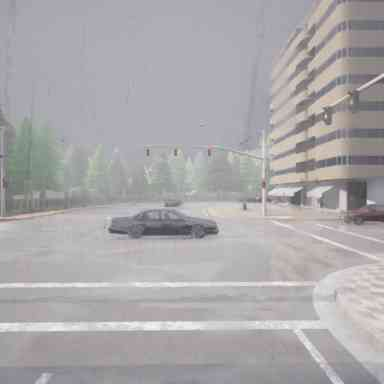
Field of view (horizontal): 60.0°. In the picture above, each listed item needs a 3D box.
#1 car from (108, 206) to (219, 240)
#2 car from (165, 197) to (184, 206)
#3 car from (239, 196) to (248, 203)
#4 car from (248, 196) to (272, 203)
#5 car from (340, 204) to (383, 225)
[{"bbox_3d":[-1.392,1.564,16.631,5.357,1.411,2.033,0,0,-1],"label":"car"},{"bbox_3d":[-2.554,1.491,48.584,2.128,1.511,4.902,0,0,12],"label":"car"},{"bbox_3d":[12.182,1.521,70.544,4.902,1.511,2.128,0,0,-34],"label":"car"},{"bbox_3d":[14.269,1.525,67.786,4.674,1.442,1.812,0,0,-34],"label":"car"},{"bbox_3d":[13.191,1.581,24.039,4.674,1.442,1.812,0,0,-1],"label":"car"}]
